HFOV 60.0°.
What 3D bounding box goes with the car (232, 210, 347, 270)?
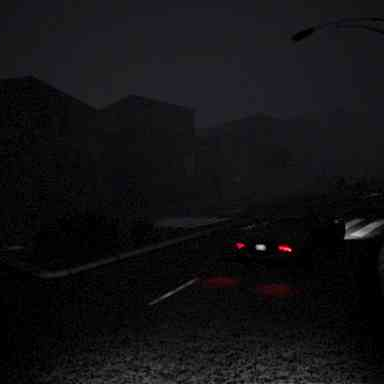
[{"bbox_3d":[3.223,1.256,10.275,2.033,1.411,5.357,-3,2,37],"label":"car"}]
